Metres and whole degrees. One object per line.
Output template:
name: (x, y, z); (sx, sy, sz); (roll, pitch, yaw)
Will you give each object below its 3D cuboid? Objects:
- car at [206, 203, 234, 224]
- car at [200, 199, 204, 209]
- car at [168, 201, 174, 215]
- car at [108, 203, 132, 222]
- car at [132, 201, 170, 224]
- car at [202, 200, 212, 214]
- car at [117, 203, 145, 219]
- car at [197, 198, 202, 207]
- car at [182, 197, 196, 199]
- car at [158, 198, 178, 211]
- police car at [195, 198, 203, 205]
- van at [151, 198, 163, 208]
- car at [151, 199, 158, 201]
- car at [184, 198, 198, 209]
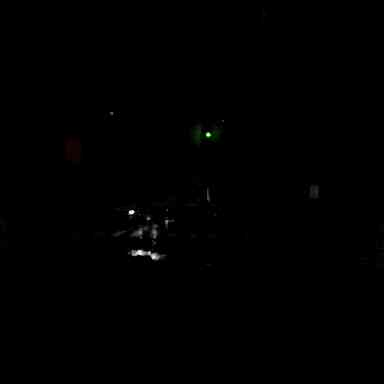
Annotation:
car: (2.587, 1.893, 28.367); (2.008, 1.369, 4.403); (1, -1, 0)
car: (2.443, 2.073, 44.699); (2.008, 1.369, 4.403); (1, -1, 0)
car: (-3.352, 1.966, 37.191); (1.895, 1.301, 4.718); (1, -1, -1)
car: (-5.937, 1.784, 28.296); (2.008, 1.369, 4.403); (1, -1, 0)
car: (-3.264, 1.748, 27.285); (2.128, 1.511, 4.902); (1, -1, 0)
car: (2.491, 2.007, 39.255); (1.887, 1.381, 4.507); (1, -1, 0)
car: (-5.982, 1.839, 33.288); (2.008, 1.369, 4.403); (1, -1, 0)
car: (2.356, 2.184, 54.570); (2.008, 1.369, 4.403); (1, -1, 0)
car: (-0.514, 2.244, 67.573); (2.128, 1.511, 4.902); (1, -1, 0)
car: (-3.427, 1.955, 47.373); (1.882, 1.535, 5.008); (1, -1, -1)
police car: (1.716, 2.372, 82.548); (1.930, 1.638, 5.238); (1, -1, 0)
van: (-6.203, 1.912, 58.686); (1.690, 1.788, 3.998); (1, -1, 0)
car: (-6.110, 2.015, 47.858); (1.947, 1.339, 4.313); (1, -1, 0)
car: (-0.333, 2.234, 57.644); (1.895, 1.301, 4.718); (1, -1, -1)
